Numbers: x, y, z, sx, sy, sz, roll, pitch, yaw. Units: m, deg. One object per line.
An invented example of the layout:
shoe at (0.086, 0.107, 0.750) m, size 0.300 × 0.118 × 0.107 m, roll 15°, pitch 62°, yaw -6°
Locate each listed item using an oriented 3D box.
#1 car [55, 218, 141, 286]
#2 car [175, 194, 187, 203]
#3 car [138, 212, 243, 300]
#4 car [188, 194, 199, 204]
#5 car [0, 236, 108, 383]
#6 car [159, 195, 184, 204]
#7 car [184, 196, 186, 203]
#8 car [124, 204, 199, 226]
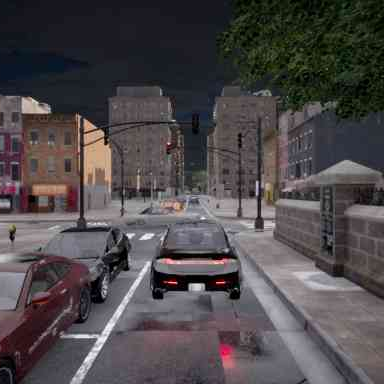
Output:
car at (-2.629, 1.565, 8.207) m, size 1.947 × 1.339 × 4.313 m, roll 0°, pitch 0°, yaw 0°
car at (-2.188, 1.333, 66.655) m, size 2.097 × 1.767 × 4.553 m, roll 0°, pitch 0°, yaw 0°
car at (0.093, 1.491, 8.386) m, size 2.128 × 1.511 × 4.902 m, roll 0°, pitch 0°, yaw 0°
car at (0.343, 1.509, 60.418) m, size 1.812 × 1.442 × 4.674 m, roll 0°, pitch 0°, yaw 0°
car at (-2.632, 1.582, 4.545) m, size 1.802 × 1.307 × 4.206 m, roll 0°, pitch 0°, yaw 0°
car at (-2.286, 1.343, 34.782) m, size 2.097 × 1.767 × 4.553 m, roll 0°, pitch 0°, yaw 1°
car at (-2.253, 1.553, 44.733) m, size 1.994 × 1.385 × 4.181 m, roll 0°, pitch 0°, yaw 0°
car at (-1.839, 1.612, 21.147) m, size 4.718 × 1.301 × 1.895 m, roll -1°, pitch 0°, yaw 0°
